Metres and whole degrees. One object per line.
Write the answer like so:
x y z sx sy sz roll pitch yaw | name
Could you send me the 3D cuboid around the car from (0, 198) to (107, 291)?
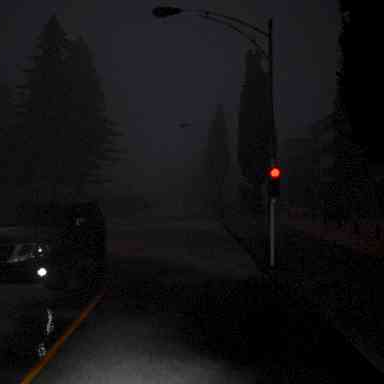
-4.000 1.225 9.394 2.150 2.045 5.566 0 0 0 | car
